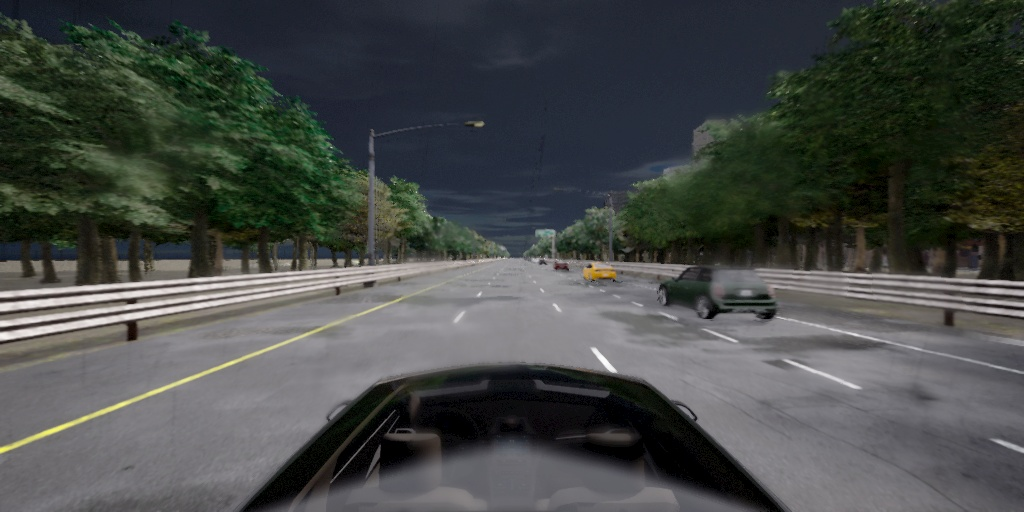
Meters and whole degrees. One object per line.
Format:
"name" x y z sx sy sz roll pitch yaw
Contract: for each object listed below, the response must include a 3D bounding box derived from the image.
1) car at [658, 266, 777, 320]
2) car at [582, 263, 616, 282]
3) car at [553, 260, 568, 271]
"car" 7.015 1.121 12.856 2.097 1.767 4.553 0 0 0
"car" 7.061 1.294 29.454 1.882 1.535 5.008 0 0 0
"car" 7.182 1.373 53.498 1.882 1.535 5.008 0 0 0
